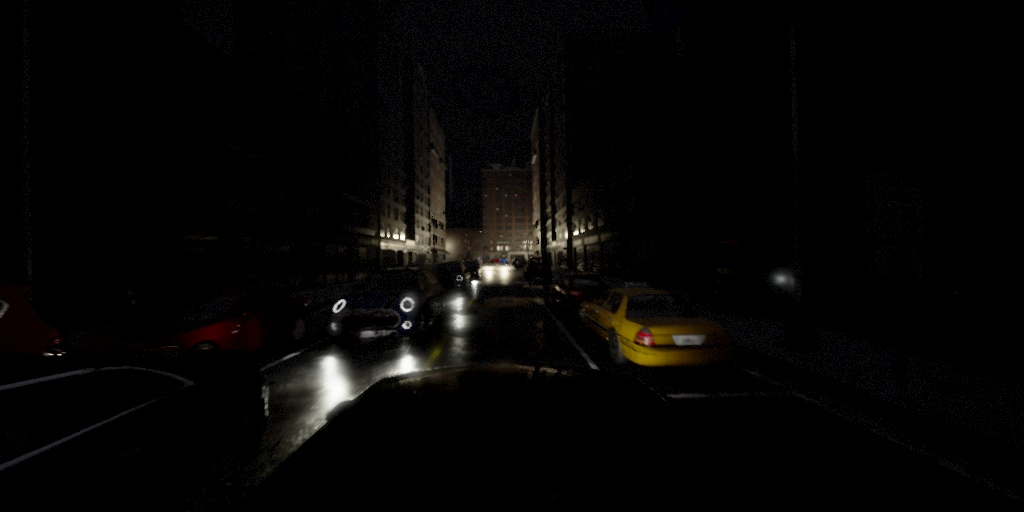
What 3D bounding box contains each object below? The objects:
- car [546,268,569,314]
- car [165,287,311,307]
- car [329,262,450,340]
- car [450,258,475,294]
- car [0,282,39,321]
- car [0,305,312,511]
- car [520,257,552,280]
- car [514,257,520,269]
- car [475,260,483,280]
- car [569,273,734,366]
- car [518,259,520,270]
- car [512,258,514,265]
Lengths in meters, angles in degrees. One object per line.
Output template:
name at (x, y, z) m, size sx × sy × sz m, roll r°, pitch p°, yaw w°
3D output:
car at (2.469, 1.267, 12.987) m, size 1.802 × 1.307 × 4.207 m, roll 0°, pitch 0°, yaw -1°
car at (-5.925, 1.381, 7.316) m, size 1.888 × 1.381 × 4.507 m, roll 0°, pitch 0°, yaw -1°
car at (-3.249, 1.137, 10.196) m, size 2.097 × 1.767 × 4.553 m, roll -1°, pitch 0°, yaw -1°
car at (-3.472, 1.125, 20.070) m, size 2.097 × 1.767 × 4.553 m, roll -1°, pitch 0°, yaw -1°
car at (-5.797, 1.162, 1.836) m, size 2.192 × 1.841 × 5.009 m, roll 0°, pitch 0°, yaw -1°
car at (-3.045, 1.295, 1.164) m, size 2.128 × 1.511 × 4.902 m, roll -1°, pitch 0°, yaw -1°
car at (2.085, 0.986, 29.430) m, size 2.192 × 1.841 × 5.009 m, roll 0°, pitch 0°, yaw -1°
car at (1.569, 1.204, 51.521) m, size 1.751 × 1.417 × 4.829 m, roll 0°, pitch 0°, yaw -1°
car at (-3.695, 1.313, 31.735) m, size 2.033 × 1.411 × 5.357 m, roll -1°, pitch 0°, yaw -1°
car at (2.593, 1.220, 7.677) m, size 1.751 × 1.417 × 4.829 m, roll 0°, pitch 0°, yaw -1°
car at (1.957, 1.221, 34.911) m, size 2.007 × 1.370 × 4.403 m, roll 0°, pitch 0°, yaw -1°
car at (1.445, 1.238, 56.833) m, size 2.007 × 1.370 × 4.403 m, roll 0°, pitch 0°, yaw -1°
